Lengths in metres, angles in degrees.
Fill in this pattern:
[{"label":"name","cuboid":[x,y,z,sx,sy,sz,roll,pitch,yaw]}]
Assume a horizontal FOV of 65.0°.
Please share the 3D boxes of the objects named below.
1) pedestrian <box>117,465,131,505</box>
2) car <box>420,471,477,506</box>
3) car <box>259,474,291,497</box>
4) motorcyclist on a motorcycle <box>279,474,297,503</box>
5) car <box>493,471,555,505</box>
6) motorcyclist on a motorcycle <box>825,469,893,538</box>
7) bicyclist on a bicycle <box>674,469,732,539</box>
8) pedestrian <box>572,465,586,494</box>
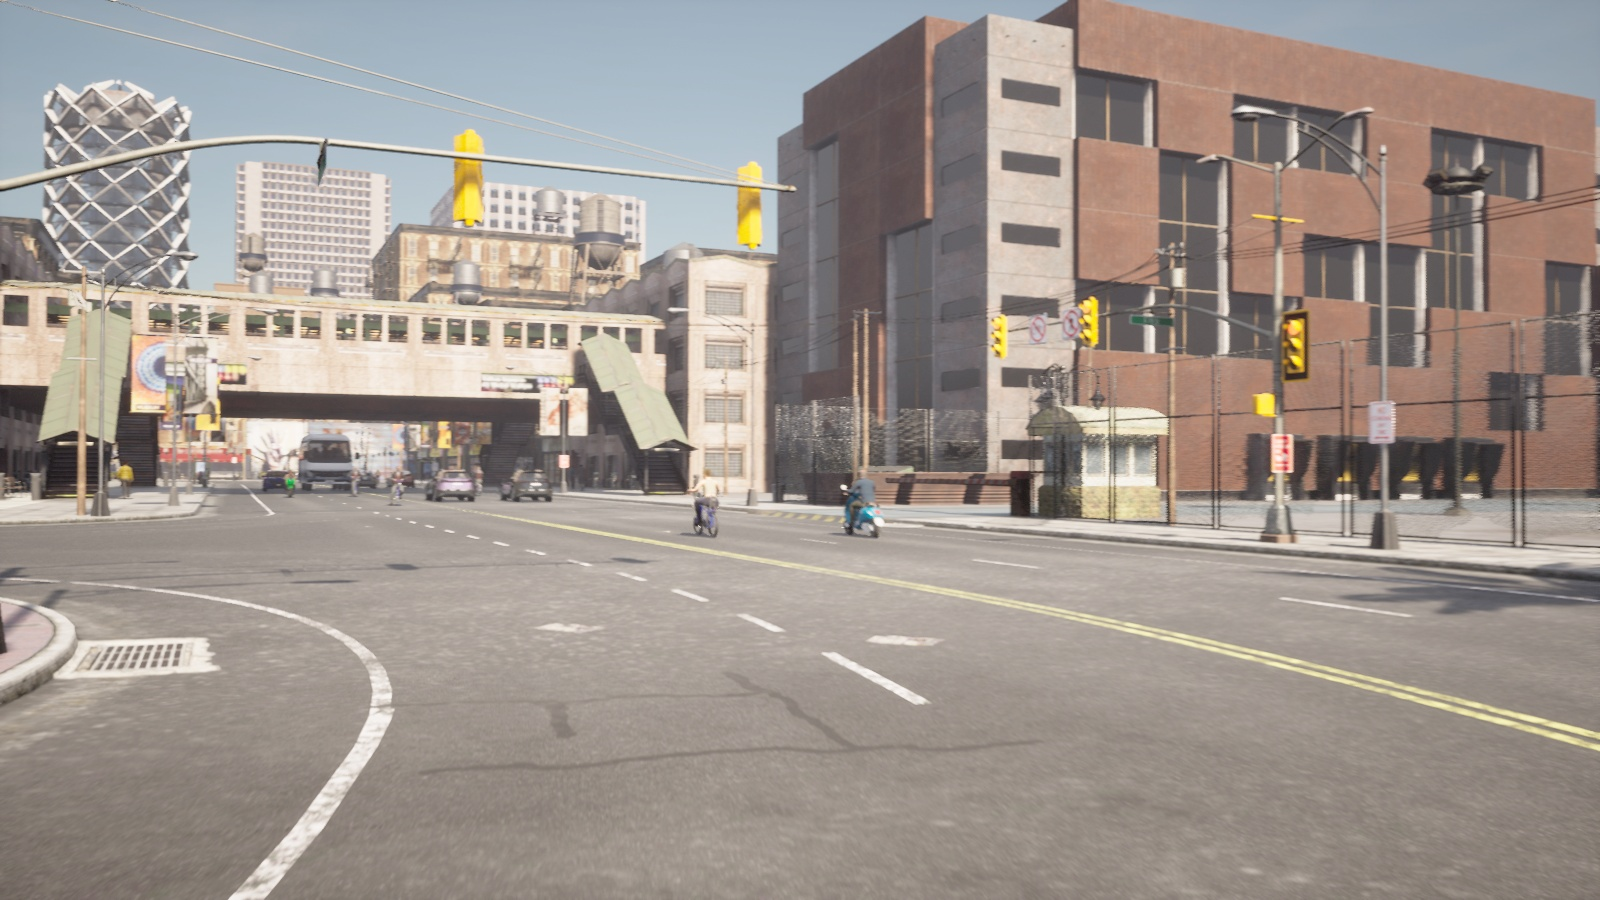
[{"label":"pedestrian","cuboid":[-31.405,1.615,58.316,0.431,1.840,0.709,0,-1,-18]},{"label":"car","cuboid":[-17.733,1.899,63.158,2.033,1.649,4.856,0,-1,-25]},{"label":"car","cuboid":[-37.282,2.485,89.132,1.882,1.535,5.008,0,-1,-25]},{"label":"motorcyclist on a motorcycle","cuboid":[-28.144,2.103,69.012,0.797,1.523,2.044,0,-1,-25]},{"label":"car","cuboid":[-13.966,1.882,63.347,2.033,1.649,4.856,0,-1,-25]},{"label":"motorcyclist on a motorcycle","cuboid":[1.394,1.267,30.097,0.866,1.590,1.817,0,-1,-25]},{"label":"bicyclist on a bicycle","cuboid":[-2.318,1.265,29.833,0.866,1.612,1.509,0,-1,-26]},{"label":"pedestrian","cuboid":[-15.017,1.982,85.268,0.659,1.952,0.873,0,-1,-32]}]
